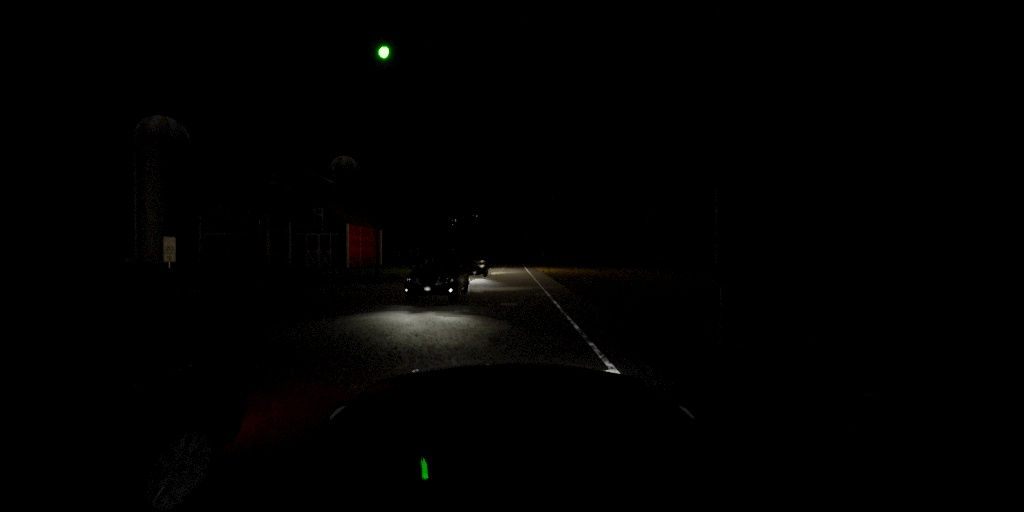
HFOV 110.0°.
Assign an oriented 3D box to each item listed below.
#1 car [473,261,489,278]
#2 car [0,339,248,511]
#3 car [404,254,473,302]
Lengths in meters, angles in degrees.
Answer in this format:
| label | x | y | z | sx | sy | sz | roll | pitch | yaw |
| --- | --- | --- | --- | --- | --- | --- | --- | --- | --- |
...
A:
| label | x | y | z | sx | sy | sz | roll | pitch | yaw |
| --- | --- | --- | --- | --- | --- | --- | --- | --- | --- |
| car | -3.273 | 1.210 | 34.126 | 2.128 | 1.511 | 4.902 | 0 | 0 | 0 |
| car | -3.505 | 1.230 | 1.358 | 1.882 | 1.535 | 5.008 | 0 | 0 | 0 |
| car | -3.385 | 0.943 | 17.189 | 2.150 | 2.045 | 5.566 | 0 | 0 | 0 |
